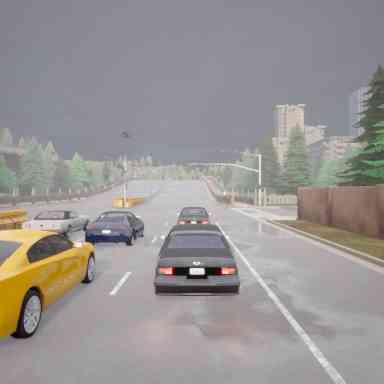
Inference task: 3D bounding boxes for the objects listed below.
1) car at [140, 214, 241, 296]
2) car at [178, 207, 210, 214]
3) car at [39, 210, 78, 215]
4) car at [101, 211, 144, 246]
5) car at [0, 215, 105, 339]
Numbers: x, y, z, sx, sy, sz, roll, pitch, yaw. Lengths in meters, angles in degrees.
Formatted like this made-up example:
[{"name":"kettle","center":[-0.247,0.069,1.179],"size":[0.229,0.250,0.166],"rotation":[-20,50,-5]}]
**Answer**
[{"name":"car","center":[0.092,1.547,8.806],"size":[2.033,1.411,5.357],"rotation":[0,0,0]},{"name":"car","center":[0.106,1.547,18.872],"size":[2.033,1.411,5.357],"rotation":[0,0,1]},{"name":"car","center":[-6.916,1.601,17.582],"size":[1.895,1.301,4.718],"rotation":[0,0,0]},{"name":"car","center":[-3.419,1.564,15.353],"size":[1.994,1.385,4.181],"rotation":[0,0,0]},{"name":"car","center":[-3.406,1.478,6.596],"size":[1.882,1.535,5.008],"rotation":[0,0,0]}]
